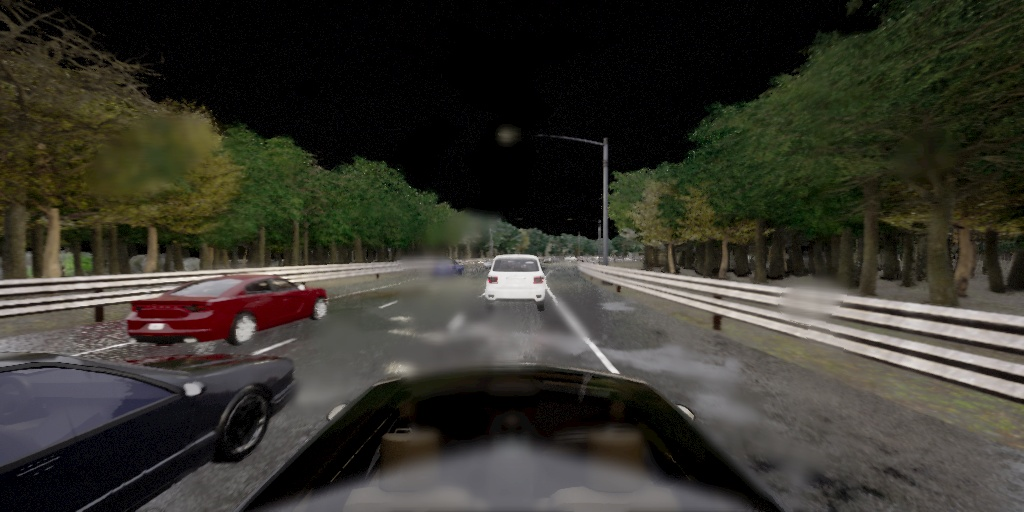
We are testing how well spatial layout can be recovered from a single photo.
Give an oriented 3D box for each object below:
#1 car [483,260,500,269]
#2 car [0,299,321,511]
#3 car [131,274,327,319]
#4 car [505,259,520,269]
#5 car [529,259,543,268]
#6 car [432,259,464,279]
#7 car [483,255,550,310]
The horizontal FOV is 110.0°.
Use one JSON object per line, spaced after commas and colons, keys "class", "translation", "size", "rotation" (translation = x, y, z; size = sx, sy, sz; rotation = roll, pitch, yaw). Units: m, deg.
{"class": "car", "translation": [-3.342, 1.354, 58.815], "size": [1.895, 1.301, 4.718], "rotation": [1, 0, 8]}
{"class": "car", "translation": [-3.529, 1.290, 1.906], "size": [2.033, 1.411, 5.357], "rotation": [0, 0, 1]}
{"class": "car", "translation": [-6.856, 1.216, 9.439], "size": [1.882, 1.535, 5.008], "rotation": [0, 0, 1]}
{"class": "car", "translation": [0.079, 1.293, 57.010], "size": [1.812, 1.442, 4.674], "rotation": [0, 0, 7]}
{"class": "car", "translation": [4.100, 1.317, 61.322], "size": [2.033, 1.411, 5.357], "rotation": [0, 0, 8]}
{"class": "car", "translation": [-5.793, 1.102, 33.146], "size": [2.097, 1.767, 4.553], "rotation": [0, 0, 4]}
{"class": "car", "translation": [0.212, 0.977, 14.797], "size": [2.150, 2.045, 5.566], "rotation": [0, 0, 2]}
